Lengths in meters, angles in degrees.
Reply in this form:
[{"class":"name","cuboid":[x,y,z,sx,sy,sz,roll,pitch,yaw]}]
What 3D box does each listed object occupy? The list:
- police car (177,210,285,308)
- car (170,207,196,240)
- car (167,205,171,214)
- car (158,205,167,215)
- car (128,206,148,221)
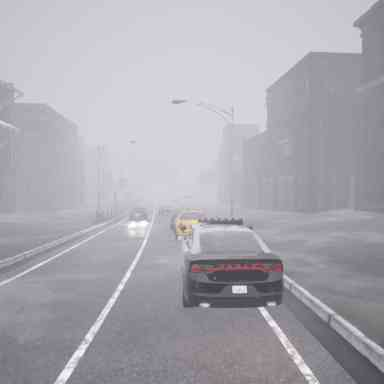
[{"class":"police car","cuboid":[0.676,1.465,8.189,1.930,1.638,5.238,0,-1,-3]},{"class":"car","cuboid":[-0.073,1.671,18.365,1.801,1.575,5.366,0,-1,-5]},{"class":"car","cuboid":[-0.641,1.858,24.182,1.882,1.535,5.008,0,-2,-6]},{"class":"car","cuboid":[-3.801,2.454,47.022,1.895,1.301,4.718,0,0,-5]},{"class":"car","cuboid":[-5.729,2.232,35.844,2.128,1.511,4.902,0,-1,-6]}]
